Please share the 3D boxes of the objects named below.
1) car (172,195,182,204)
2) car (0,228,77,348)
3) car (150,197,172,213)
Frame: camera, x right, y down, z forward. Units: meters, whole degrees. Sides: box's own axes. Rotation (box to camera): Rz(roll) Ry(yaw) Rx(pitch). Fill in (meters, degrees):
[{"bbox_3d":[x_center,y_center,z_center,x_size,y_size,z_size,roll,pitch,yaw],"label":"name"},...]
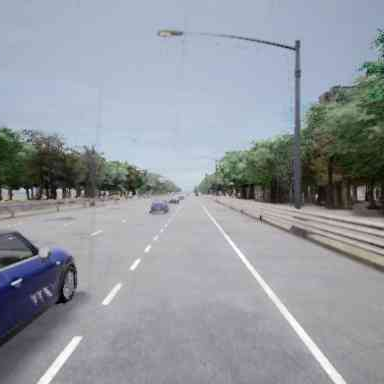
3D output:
[{"bbox_3d":[-3.455,1.662,66.082,1.895,1.301,4.718,0,0,0],"label":"car"},{"bbox_3d":[-3.507,1.353,5.316,2.097,1.767,4.553,0,0,0],"label":"car"},{"bbox_3d":[-3.514,1.547,36.896,1.812,1.442,4.674,0,0,0],"label":"car"}]
